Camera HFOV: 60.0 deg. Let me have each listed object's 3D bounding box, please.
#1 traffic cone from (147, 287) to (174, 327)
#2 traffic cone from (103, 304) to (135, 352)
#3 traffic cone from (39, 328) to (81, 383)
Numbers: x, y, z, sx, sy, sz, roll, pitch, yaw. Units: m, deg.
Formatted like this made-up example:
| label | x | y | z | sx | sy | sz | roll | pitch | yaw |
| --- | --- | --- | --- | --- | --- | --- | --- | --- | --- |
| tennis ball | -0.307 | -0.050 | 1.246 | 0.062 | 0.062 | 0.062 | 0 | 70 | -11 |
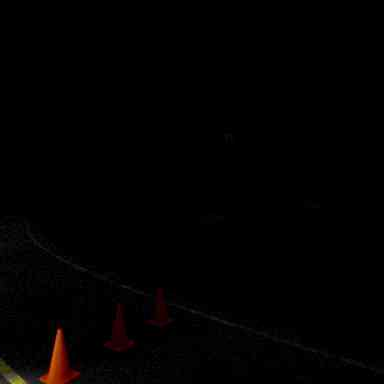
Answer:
| label | x | y | z | sx | sy | sz | roll | pitch | yaw |
| --- | --- | --- | --- | --- | --- | --- | --- | --- | --- |
| traffic cone | -0.540 | 1.934 | 5.709 | 0.340 | 0.580 | 0.340 | 1 | 1 | 32 |
| traffic cone | -1.066 | 1.941 | 4.863 | 0.340 | 0.580 | 0.340 | 1 | 1 | 32 |
| traffic cone | -1.592 | 1.947 | 4.017 | 0.340 | 0.580 | 0.340 | 1 | 1 | 32 |
